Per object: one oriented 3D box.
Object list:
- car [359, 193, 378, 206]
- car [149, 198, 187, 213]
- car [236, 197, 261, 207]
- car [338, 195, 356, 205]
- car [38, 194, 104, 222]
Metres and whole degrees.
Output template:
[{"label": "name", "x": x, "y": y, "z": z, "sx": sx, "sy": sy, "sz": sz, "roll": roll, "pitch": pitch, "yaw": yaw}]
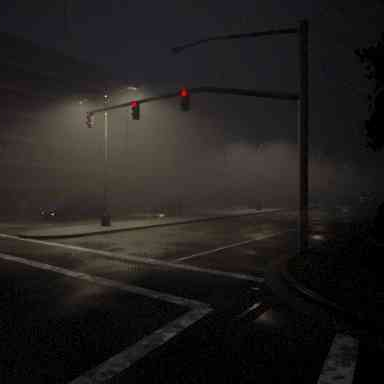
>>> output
[{"label": "car", "x": 28.722, "y": 1.221, "z": 54.041, "sx": 2.150, "sy": 2.045, "sz": 5.566, "roll": 0, "pitch": 0, "yaw": 36}, {"label": "car", "x": -2.596, "y": 1.477, "z": 36.711, "sx": 1.882, "sy": 1.535, "sz": 5.008, "roll": 0, "pitch": 0, "yaw": 36}, {"label": "car", "x": 9.025, "y": 1.548, "z": 52.658, "sx": 2.033, "sy": 1.411, "sz": 5.357, "roll": 0, "pitch": 0, "yaw": 36}, {"label": "car", "x": 26.656, "y": 1.352, "z": 57.155, "sx": 2.097, "sy": 1.767, "sz": 4.553, "roll": 0, "pitch": 0, "yaw": 36}, {"label": "car", "x": -9.541, "y": 1.222, "z": 27.126, "sx": 2.150, "sy": 2.045, "sz": 5.566, "roll": 0, "pitch": 0, "yaw": 36}]
